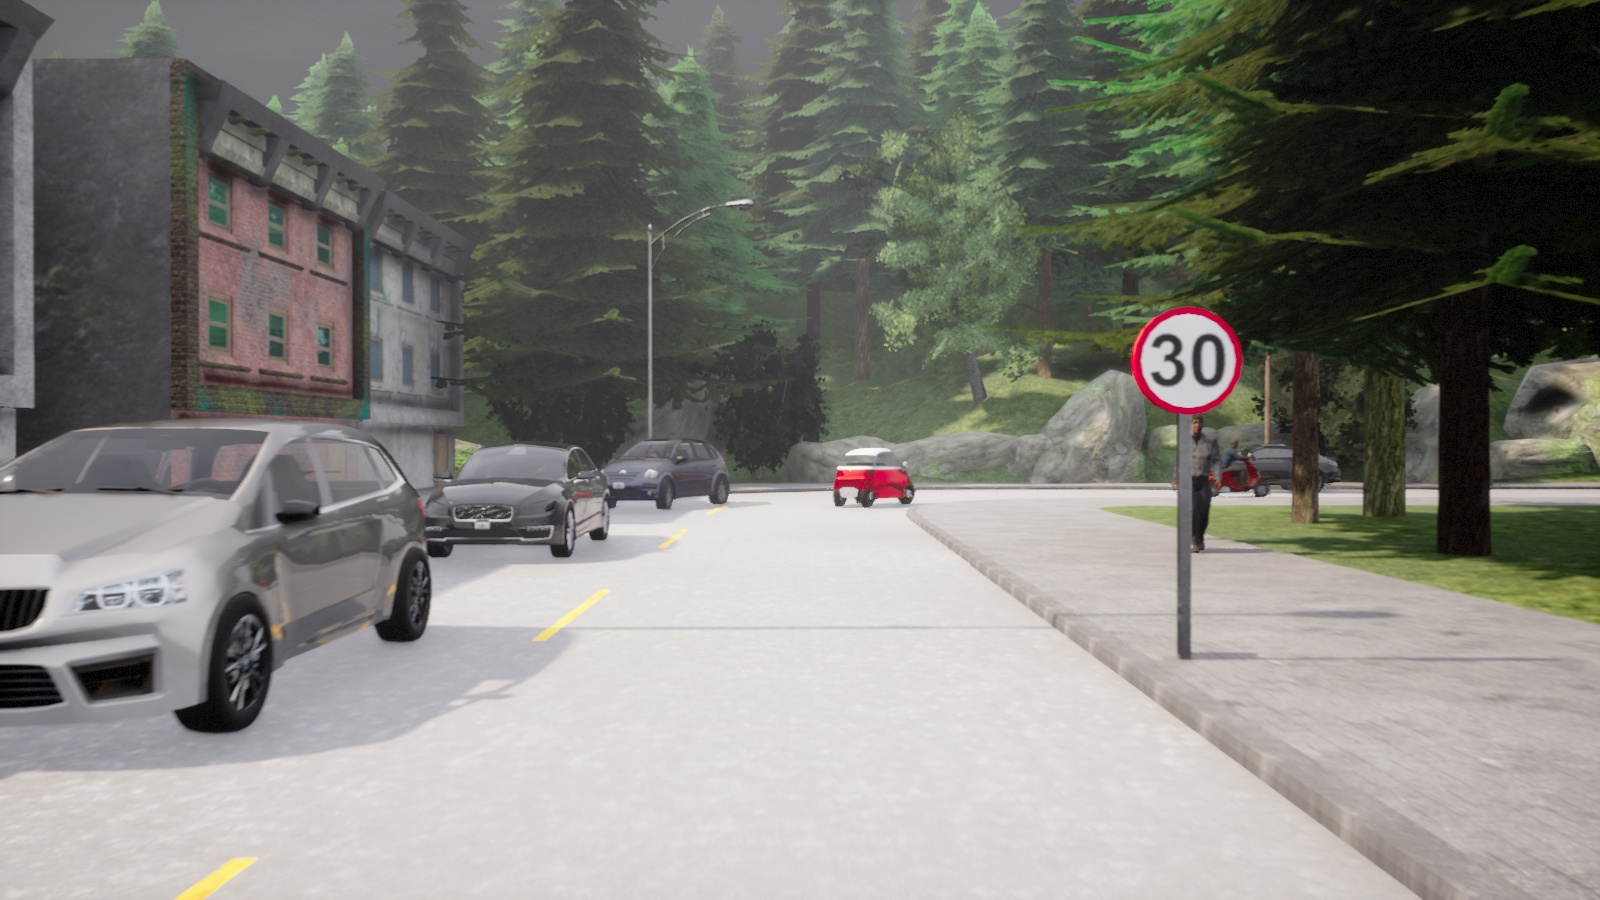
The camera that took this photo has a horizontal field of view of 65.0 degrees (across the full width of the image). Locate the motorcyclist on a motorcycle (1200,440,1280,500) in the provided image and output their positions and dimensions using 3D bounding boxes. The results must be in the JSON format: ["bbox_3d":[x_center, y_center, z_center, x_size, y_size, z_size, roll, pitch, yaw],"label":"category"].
[{"bbox_3d":[11.732,0.520,33.546,1.817,1.590,0.866,0,0,-2],"label":"motorcyclist on a motorcycle"}]

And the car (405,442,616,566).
[{"bbox_3d":[-3.892,0.647,17.787,1.837,1.490,4.892,0,1,0],"label":"car"}]

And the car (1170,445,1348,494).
[{"bbox_3d":[13.677,0.571,37.622,4.674,1.442,1.812,0,0,0],"label":"car"}]

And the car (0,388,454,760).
[{"bbox_3d":[-3.942,0.543,7.930,2.242,1.667,4.611,0,0,0],"label":"car"}]

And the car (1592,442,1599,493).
[{"bbox_3d":[26.156,0.534,37.625,3.705,1.549,1.789,0,0,0],"label":"car"}]

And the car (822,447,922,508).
[{"bbox_3d":[1.736,0.635,29.907,1.481,1.376,2.207,-1,0,32],"label":"car"}]

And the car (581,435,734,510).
[{"bbox_3d":[-3.231,0.478,29.330,1.851,1.617,3.988,0,0,23],"label":"car"}]

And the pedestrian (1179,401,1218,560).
[{"bbox_3d":[5.004,0.371,15.782,0.423,1.949,0.788,0,0,15],"label":"pedestrian"}]
